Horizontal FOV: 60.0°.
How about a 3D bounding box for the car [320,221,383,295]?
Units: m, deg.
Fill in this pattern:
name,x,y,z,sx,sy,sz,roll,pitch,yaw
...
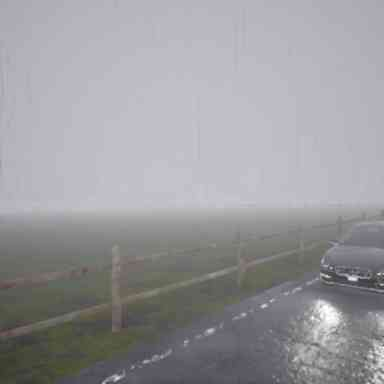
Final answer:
name,x,y,z,sx,sy,sz,roll,pitch,yaw
car,5.092,1.615,9.027,1.837,1.490,4.892,-2,-1,42
